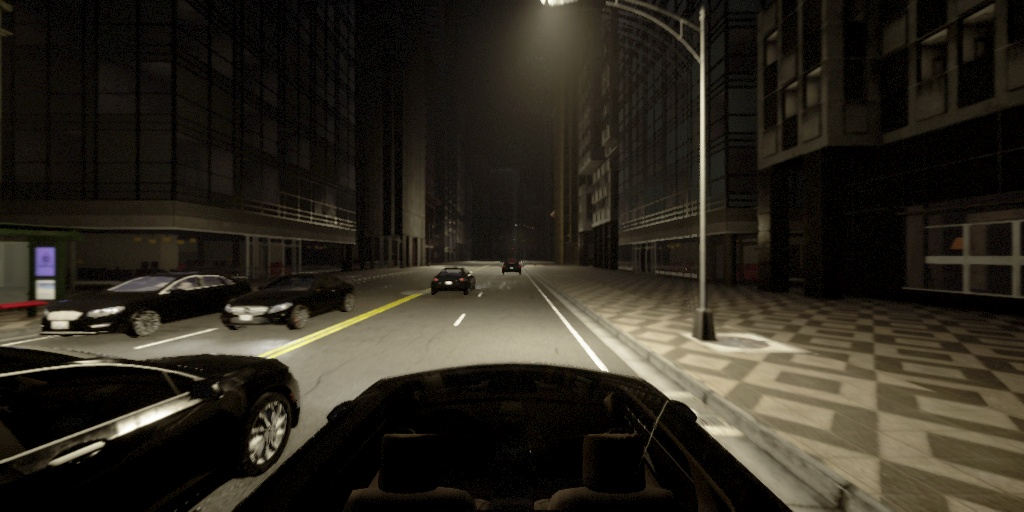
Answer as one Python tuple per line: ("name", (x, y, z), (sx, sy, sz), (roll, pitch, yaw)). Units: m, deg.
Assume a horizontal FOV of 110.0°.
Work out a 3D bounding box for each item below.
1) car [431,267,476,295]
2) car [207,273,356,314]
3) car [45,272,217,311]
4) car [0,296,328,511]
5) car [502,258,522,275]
("car", (-3.159, 1.311, 19.881), (1.994, 1.385, 4.181), (0, 0, 0))
("car", (-6.545, 1.274, 11.181), (1.812, 1.442, 4.674), (0, 0, 1))
("car", (-9.806, 1.242, 10.246), (2.128, 1.511, 4.902), (0, 0, 1))
("car", (-3.151, 1.255, 1.844), (1.837, 1.490, 4.892), (0, 0, 0))
("car", (-0.015, 1.102, 35.818), (1.994, 1.385, 4.181), (0, 0, 0))
